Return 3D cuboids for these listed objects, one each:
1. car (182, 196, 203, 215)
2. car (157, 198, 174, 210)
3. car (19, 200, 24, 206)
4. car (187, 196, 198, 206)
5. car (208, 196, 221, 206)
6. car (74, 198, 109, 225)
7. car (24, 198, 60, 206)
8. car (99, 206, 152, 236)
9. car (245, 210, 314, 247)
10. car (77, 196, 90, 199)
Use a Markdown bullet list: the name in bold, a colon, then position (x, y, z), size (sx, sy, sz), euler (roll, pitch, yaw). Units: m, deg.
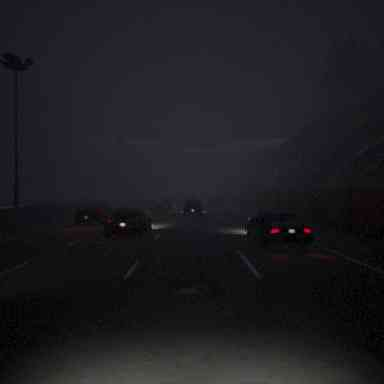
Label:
- **car**: position (0.068, 1.466, 33.628), size (1.837, 1.490, 4.892), euler (0, 0, 0)
- **car**: position (-3.444, 1.455, 43.164), size (2.128, 1.511, 4.902), euler (0, 0, 0)
- **car**: position (-28.067, 1.635, 57.739), size (1.895, 1.301, 4.718), euler (0, 0, 0)
- **car**: position (0.043, 1.440, 56.014), size (1.837, 1.490, 4.892), euler (0, 0, 0)
- **car**: position (3.544, 1.430, 52.568), size (1.837, 1.490, 4.892), euler (0, 0, 0)
- **car**: position (-6.911, 1.476, 24.134), size (1.882, 1.535, 5.008), euler (0, 0, 0)
- **car**: position (-17.580, 1.568, 39.981), size (2.033, 1.411, 5.357), euler (0, 0, 1)
- **car**: position (-3.395, 1.556, 18.223), size (1.994, 1.385, 4.181), euler (0, 0, 0)
- **car**: position (3.691, 1.517, 14.952), size (2.033, 1.411, 5.357), euler (0, 0, -1)
- **car**: position (-21.072, 1.587, 64.891), size (1.837, 1.490, 4.892), euler (0, 0, 0)
